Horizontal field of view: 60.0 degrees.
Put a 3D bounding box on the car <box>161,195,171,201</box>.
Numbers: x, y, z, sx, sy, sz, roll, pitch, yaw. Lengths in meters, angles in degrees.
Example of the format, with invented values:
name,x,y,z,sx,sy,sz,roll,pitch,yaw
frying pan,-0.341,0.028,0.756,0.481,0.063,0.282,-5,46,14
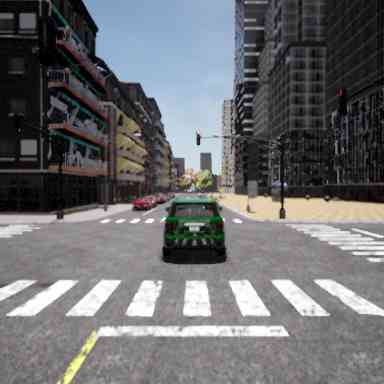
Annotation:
name,x,y,z,sx,sy,sz,roll,pitch,yaw
car,-5.687,1.265,71.956,1.802,1.307,4.206,-1,0,0

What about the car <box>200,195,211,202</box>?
name,x,y,z,sx,sy,sz,roll,pitch,yaw
car,2.659,1.256,66.362,2.008,1.369,4.403,-1,0,0

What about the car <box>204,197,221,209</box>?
name,x,y,z,sx,sy,sz,roll,pitch,yaw
car,2.654,1.346,43.767,1.887,1.381,4.507,-1,0,0

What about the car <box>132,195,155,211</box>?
name,x,y,z,sx,sy,sz,roll,pitch,yaw
car,-5.694,1.371,38.062,1.887,1.381,4.507,-1,0,0

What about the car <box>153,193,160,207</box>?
name,x,y,z,sx,sy,sz,roll,pitch,yaw
car,-5.694,1.242,43.711,1.967,1.590,4.097,-1,0,0

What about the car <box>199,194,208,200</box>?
name,x,y,z,sx,sy,sz,roll,pitch,yaw
car,2.661,1.203,77.661,1.887,1.381,4.507,-1,0,0

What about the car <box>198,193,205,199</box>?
name,x,y,z,sx,sy,sz,roll,pitch,yaw
car,2.663,1.115,94.778,1.752,1.417,4.829,-1,0,0

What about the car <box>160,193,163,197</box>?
name,x,y,z,sx,sy,sz,roll,pitch,yaw
car,-5.694,1.068,55.008,2.192,1.841,5.009,-1,0,0

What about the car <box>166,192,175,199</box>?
name,x,y,z,sx,sy,sz,roll,pitch,yaw
car,-5.688,0.928,88.902,2.192,1.841,5.009,-1,0,0

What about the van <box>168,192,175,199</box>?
name,x,y,z,sx,sy,sz,roll,pitch,yaw
van,-5.686,0.932,94.549,1.690,1.788,3.998,-1,0,0

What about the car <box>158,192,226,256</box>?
name,x,y,z,sx,sy,sz,roll,pitch,yaw
car,0.083,1.203,13.310,2.150,2.045,5.566,0,2,0
